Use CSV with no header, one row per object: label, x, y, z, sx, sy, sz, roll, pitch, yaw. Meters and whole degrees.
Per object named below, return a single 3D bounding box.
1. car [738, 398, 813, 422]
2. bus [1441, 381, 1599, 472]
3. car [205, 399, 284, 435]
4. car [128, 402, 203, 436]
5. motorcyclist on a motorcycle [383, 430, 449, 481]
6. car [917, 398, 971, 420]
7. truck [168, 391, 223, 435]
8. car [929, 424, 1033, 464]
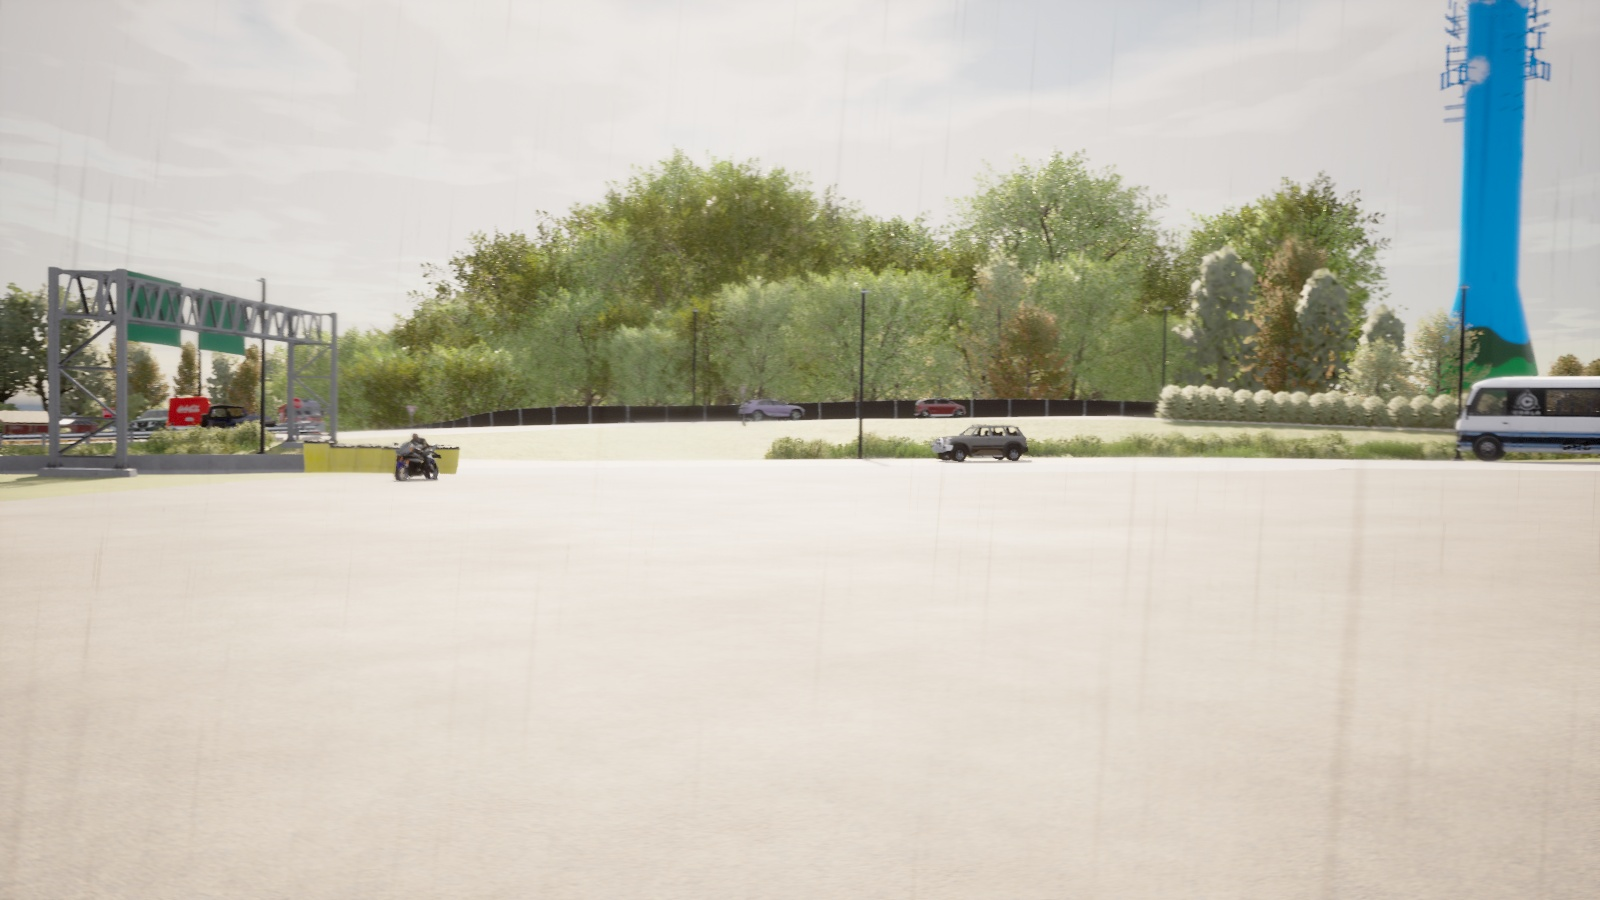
car,-1.750,-2.871,89.725,4.856,1.649,2.033,-2,2,-22
bus,37.393,-1.183,61.414,10.273,4.253,3.944,2,2,34
car,-30.981,-1.868,70.045,3.866,1.878,1.905,-2,3,-28
car,-41.145,-1.990,81.557,2.150,2.045,5.566,-2,1,-2
motorcyclist on a motorcycle,-11.880,0.151,38.925,0.866,1.530,2.191,2,1,17
car,10.593,-3.000,92.370,3.705,1.549,1.789,-1,2,-4
truck,-37.110,-2.244,77.205,2.627,2.467,5.204,-3,1,-22
car,8.770,-0.308,61.034,4.605,1.855,1.932,0,2,-16
